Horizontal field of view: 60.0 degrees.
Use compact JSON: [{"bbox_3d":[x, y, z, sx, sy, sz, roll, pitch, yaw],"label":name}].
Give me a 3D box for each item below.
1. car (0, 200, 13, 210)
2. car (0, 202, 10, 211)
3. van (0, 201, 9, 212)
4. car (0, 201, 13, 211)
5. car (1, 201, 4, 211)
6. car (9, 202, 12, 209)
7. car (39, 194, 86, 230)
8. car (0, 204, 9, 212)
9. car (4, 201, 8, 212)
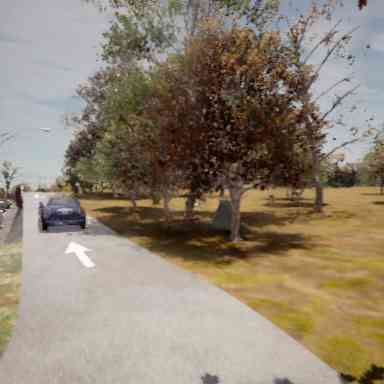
[{"bbox_3d":[-40.965,2.833,69.869,2.435,2.045,5.566,-2,-2,43],"label":"car"},{"bbox_3d":[-38.215,2.848,64.469,2.185,1.767,4.553,-1,-1,43],"label":"car"},{"bbox_3d":[-36.801,2.693,61.844,1.878,1.987,4.442,-2,-2,43],"label":"van"},{"bbox_3d":[-39.619,2.776,67.121,2.435,2.045,5.566,-1,-1,43],"label":"car"},{"bbox_3d":[-21.871,2.049,32.085,2.435,2.045,5.566,-1,-1,43],"label":"car"},{"bbox_3d":[-30.030,2.387,48.303,2.435,2.045,5.566,-2,-2,43],"label":"car"},{"bbox_3d":[-7.181,0.922,18.224,2.097,1.767,4.553,-1,3,-26],"label":"car"},{"bbox_3d":[-35.503,2.863,59.059,2.231,1.521,4.892,-1,-1,43],"label":"car"},{"bbox_3d":[-24.564,2.162,37.520,2.435,2.045,5.566,-2,-2,43],"label":"car"}]
